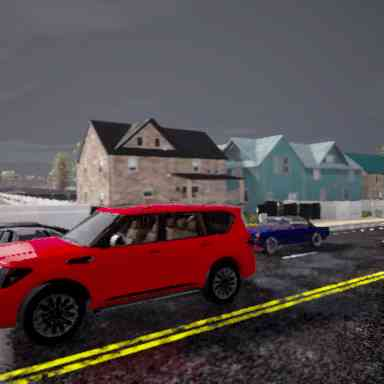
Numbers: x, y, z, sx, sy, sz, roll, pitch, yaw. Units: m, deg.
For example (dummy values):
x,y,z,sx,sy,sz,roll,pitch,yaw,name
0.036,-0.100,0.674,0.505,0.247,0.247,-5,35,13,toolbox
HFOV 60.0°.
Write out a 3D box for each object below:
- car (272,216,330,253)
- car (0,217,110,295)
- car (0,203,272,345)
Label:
x,y,z,sx,sy,sz,roll,pitch,yaw,name
3.810,1.731,14.352,4.718,1.301,1.895,1,-1,-35,car
-4.781,1.526,8.234,4.902,1.511,2.128,1,-1,-35,car
-1.167,1.267,6.798,5.566,2.045,2.150,1,-1,-35,car
